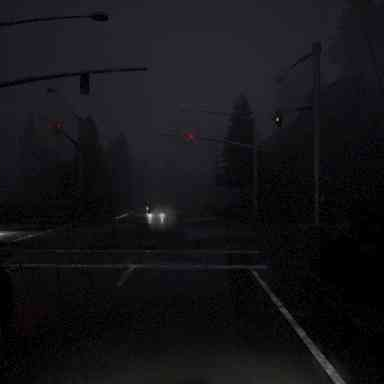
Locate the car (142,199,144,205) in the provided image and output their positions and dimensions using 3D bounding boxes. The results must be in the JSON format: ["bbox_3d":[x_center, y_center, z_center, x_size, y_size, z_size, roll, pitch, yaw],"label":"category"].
[{"bbox_3d":[-7.280,1.526,56.566,1.812,1.442,4.674,0,0,-20],"label":"car"}]

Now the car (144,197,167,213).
[{"bbox_3d":[-3.776,1.547,37.062,2.033,1.411,5.357,0,0,-1],"label":"car"}]

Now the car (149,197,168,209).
[{"bbox_3d":[-4.800,1.492,46.988,2.128,1.511,4.902,0,0,-11],"label":"car"}]

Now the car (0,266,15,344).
[{"bbox_3d":[-3.501,1.491,2.815,2.128,1.511,4.902,0,0,1],"label":"car"}]
